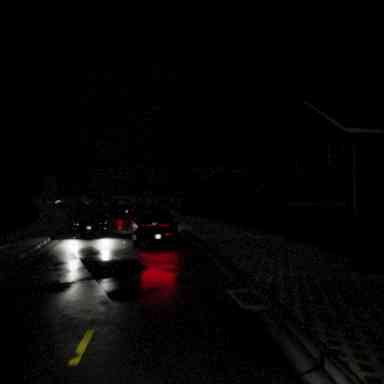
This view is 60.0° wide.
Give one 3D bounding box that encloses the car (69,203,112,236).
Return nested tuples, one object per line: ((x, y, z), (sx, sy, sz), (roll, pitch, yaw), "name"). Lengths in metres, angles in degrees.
((-5.452, 1.436, 18.066), (1.837, 1.490, 4.892), (1, 0, -14), "car")

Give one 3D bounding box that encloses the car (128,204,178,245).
((-1.825, 1.472, 15.336), (1.837, 1.490, 4.892), (0, 0, -12), "car")

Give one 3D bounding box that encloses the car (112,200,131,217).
((-6.344, 1.423, 29.904), (1.812, 1.442, 4.674), (1, 0, -23), "car")
